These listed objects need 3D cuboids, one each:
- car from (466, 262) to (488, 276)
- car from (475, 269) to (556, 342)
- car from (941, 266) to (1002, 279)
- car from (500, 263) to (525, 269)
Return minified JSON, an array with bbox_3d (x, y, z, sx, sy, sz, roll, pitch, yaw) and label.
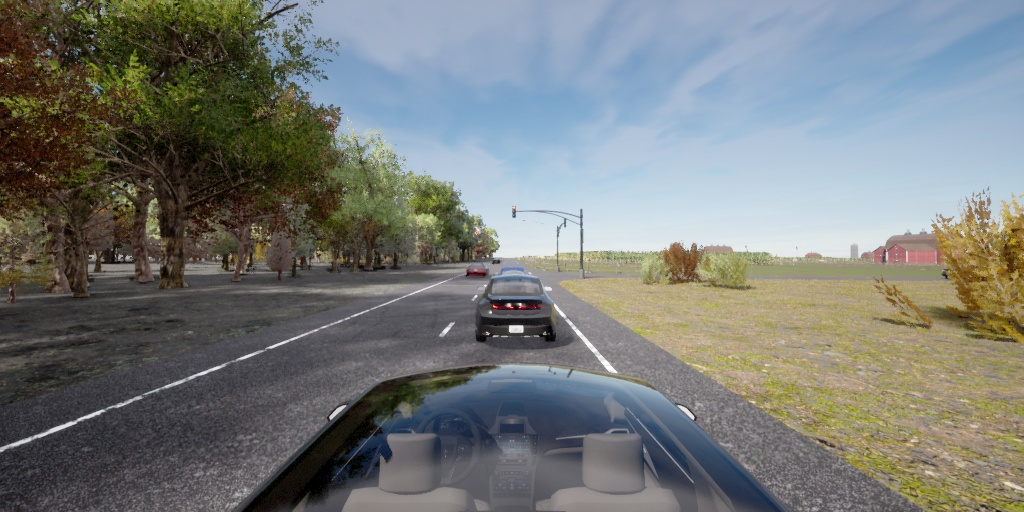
[{"bbox_3d":[-3.479,1.320,36.563,1.994,1.385,4.181,0,0,0],"label":"car"},{"bbox_3d":[0.081,1.257,9.793,1.837,1.490,4.892,0,0,0],"label":"car"},{"bbox_3d":[48.434,1.768,37.793,4.902,1.511,2.128,1,-1,0],"label":"car"},{"bbox_3d":[0.076,1.280,19.042,1.812,1.442,4.674,0,0,0],"label":"car"}]
